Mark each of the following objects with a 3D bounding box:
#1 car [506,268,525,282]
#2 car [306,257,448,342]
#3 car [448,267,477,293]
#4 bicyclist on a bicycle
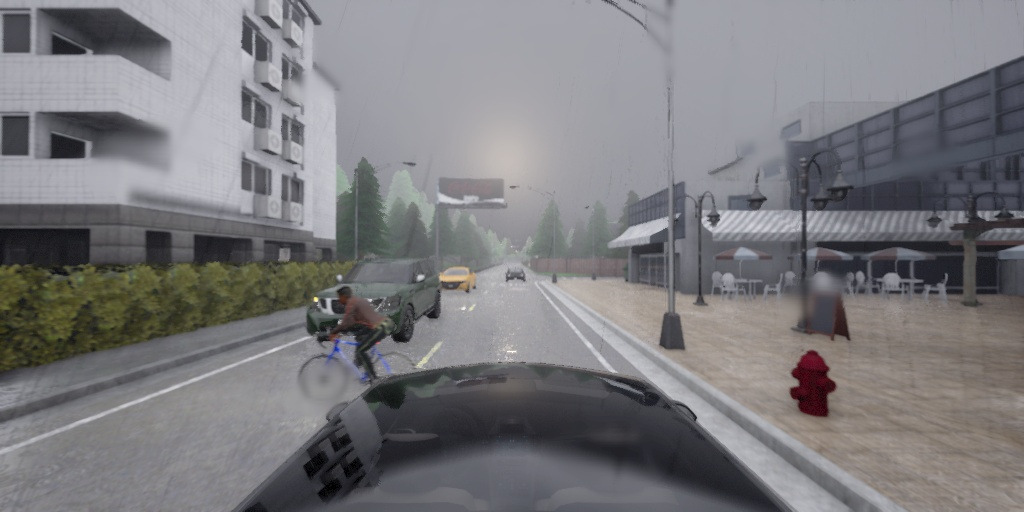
[{"bbox_3d":[0.350,1.882,36.286,1.895,1.301,4.718,0,0,0],"label":"car"},{"bbox_3d":[-3.539,1.058,10.445,2.150,2.045,5.566,0,0,1],"label":"car"},{"bbox_3d":[-3.407,1.455,22.781,1.882,1.535,5.008,0,-1,1],"label":"car"},{"bbox_3d":[-2.160,1.239,5.016,1.656,1.620,0.582,-2,-1,0],"label":"bicyclist on a bicycle"}]
